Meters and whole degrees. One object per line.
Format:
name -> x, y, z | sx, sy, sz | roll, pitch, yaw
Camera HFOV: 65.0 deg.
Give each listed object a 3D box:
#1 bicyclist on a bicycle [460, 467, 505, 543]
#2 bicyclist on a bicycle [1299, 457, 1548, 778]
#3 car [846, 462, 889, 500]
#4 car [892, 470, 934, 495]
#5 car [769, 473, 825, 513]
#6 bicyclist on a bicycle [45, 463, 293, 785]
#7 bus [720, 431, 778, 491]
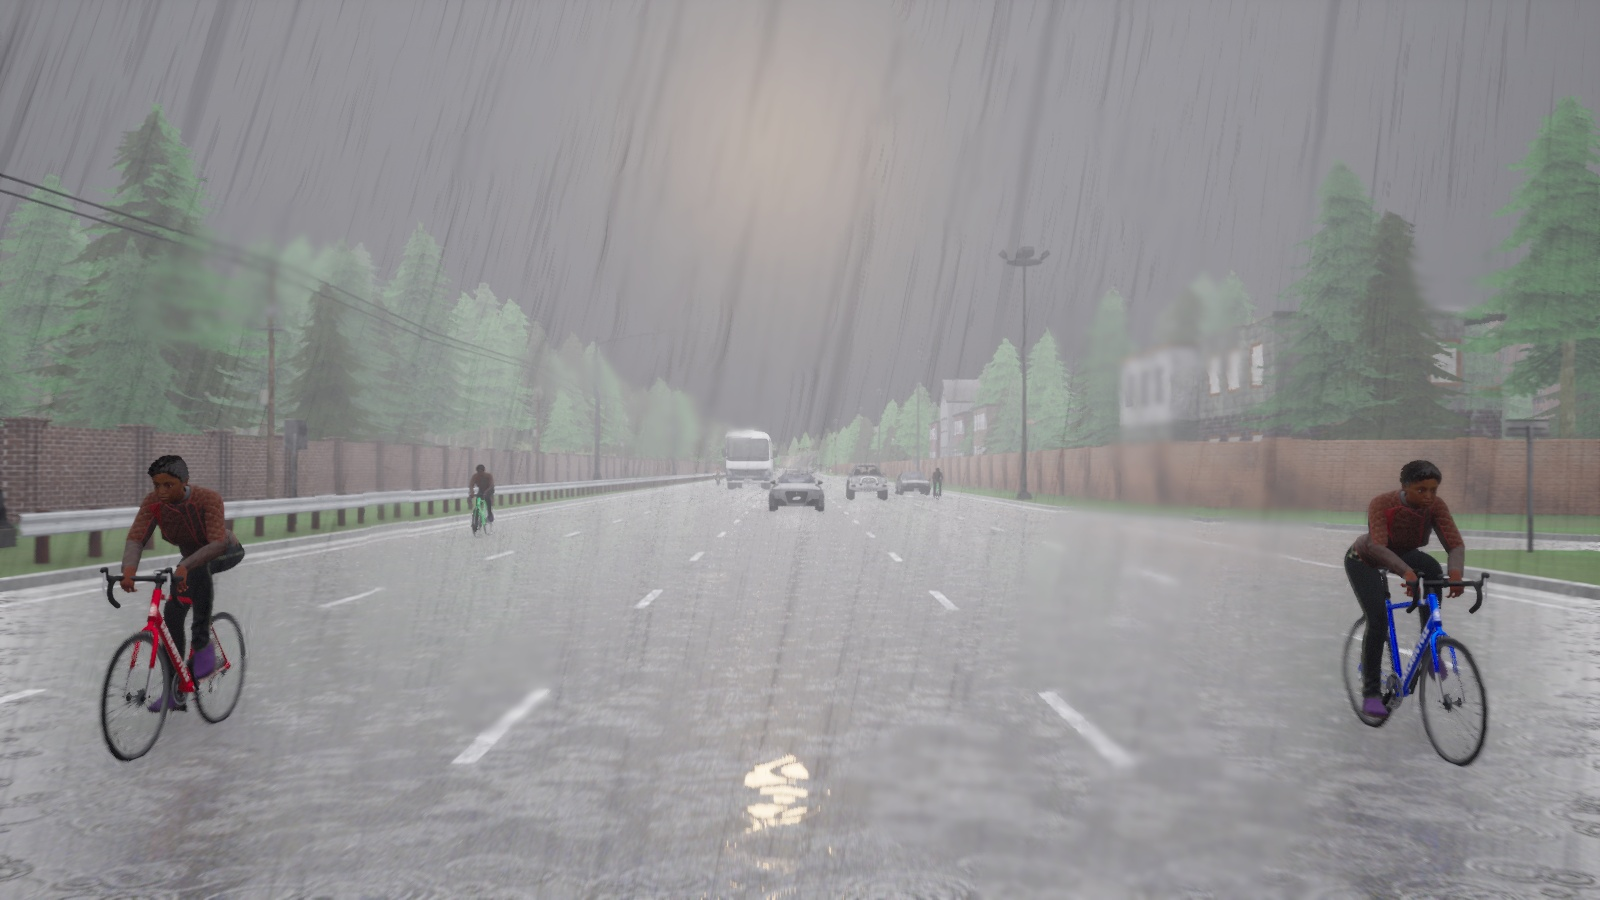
bicyclist on a bicycle -> -7.067, 1.205, 28.025 | 0.582, 1.620, 1.656 | 0, 0, 0
bicyclist on a bicycle -> 3.482, 0.856, 7.181 | 0.582, 1.620, 1.656 | 0, -1, 0
car -> 3.348, 1.543, 63.164 | 1.932, 1.855, 4.605 | 0, -1, 0
car -> 6.819, 1.949, 76.040 | 2.033, 1.411, 5.357 | 0, -1, 0
car -> -0.111, 1.560, 46.542 | 1.994, 1.385, 4.181 | 0, -1, 0
bicyclist on a bicycle -> -3.517, 0.883, 7.164 | 0.582, 1.620, 1.656 | 0, -1, 0
bus -> -3.732, 0.845, 94.917 | 3.944, 4.253, 10.273 | 0, -1, 0
